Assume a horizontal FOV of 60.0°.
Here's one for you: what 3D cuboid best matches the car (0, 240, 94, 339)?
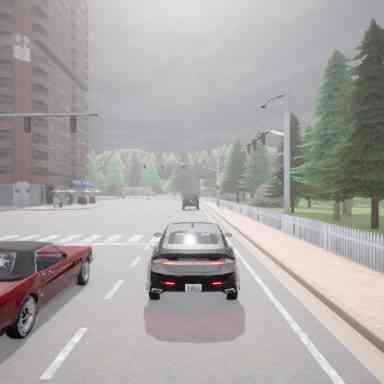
[{"bbox_3d":[-3.449,1.601,6.502,1.895,1.301,4.718,0,0,0],"label":"car"}]

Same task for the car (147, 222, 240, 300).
[{"bbox_3d":[0.024,1.492,8.350,2.128,1.511,4.902,0,0,0],"label":"car"}]

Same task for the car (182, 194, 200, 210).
[{"bbox_3d":[-0.173,1.221,43.797,2.150,2.045,5.566,0,0,-1],"label":"car"}]
